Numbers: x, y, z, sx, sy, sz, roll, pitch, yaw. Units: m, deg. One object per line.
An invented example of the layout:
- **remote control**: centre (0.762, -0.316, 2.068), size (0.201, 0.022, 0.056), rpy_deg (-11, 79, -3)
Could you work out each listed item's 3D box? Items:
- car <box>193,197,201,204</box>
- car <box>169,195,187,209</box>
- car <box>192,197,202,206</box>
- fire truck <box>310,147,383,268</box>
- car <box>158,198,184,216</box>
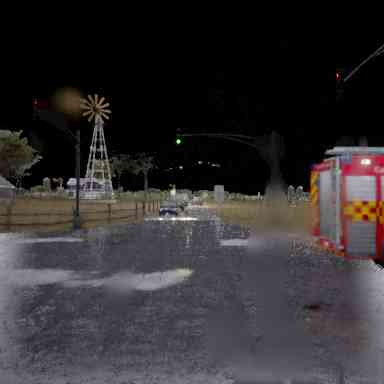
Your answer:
- **car**: centre (1.104, 1.763, 72.989), size (1.812, 1.442, 4.674), rpy_deg (0, -1, 1)
- **car**: centre (-2.115, 1.401, 44.547), size (2.150, 2.045, 5.566), rpy_deg (0, 0, 0)
- **car**: centre (0.963, 1.849, 62.514), size (2.033, 1.411, 5.357), rpy_deg (0, 0, 1)
- **fire truck**: centre (8.452, 0.441, 10.897), size (8.468, 3.827, 2.891), rpy_deg (0, -2, 1)
- **car**: centre (-2.256, 1.667, 33.894), size (2.033, 1.411, 5.357), rpy_deg (0, 0, 1)
